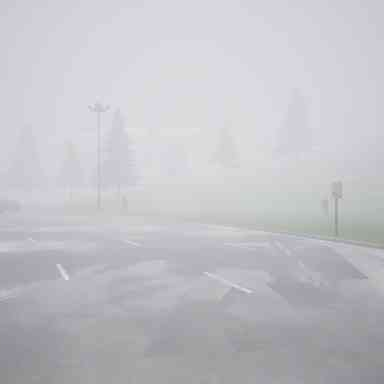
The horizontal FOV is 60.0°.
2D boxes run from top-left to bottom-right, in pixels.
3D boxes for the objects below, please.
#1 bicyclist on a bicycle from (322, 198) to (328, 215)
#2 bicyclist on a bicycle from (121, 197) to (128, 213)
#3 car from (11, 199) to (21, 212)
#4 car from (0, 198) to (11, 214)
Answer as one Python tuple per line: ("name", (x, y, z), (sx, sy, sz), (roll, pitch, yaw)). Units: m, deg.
("bicyclist on a bicycle", (11.831, 1.312, 29.539), (0.582, 1.620, 1.656), (0, -2, 16))
("bicyclist on a bicycle", (-6.681, 1.303, 33.141), (0.582, 1.620, 1.656), (0, -2, -33))
("car", (-21.695, 1.505, 37.826), (4.892, 1.490, 1.837), (0, 0, 26))
("car", (-20.816, 1.526, 33.536), (4.674, 1.442, 1.812), (0, 0, 28))
